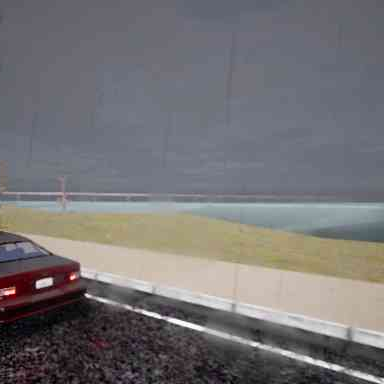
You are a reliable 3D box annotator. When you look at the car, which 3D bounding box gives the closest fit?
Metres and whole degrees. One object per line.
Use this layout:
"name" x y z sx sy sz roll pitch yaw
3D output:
"car" -4.481 1.545 6.911 5.357 1.411 2.033 0 0 35
